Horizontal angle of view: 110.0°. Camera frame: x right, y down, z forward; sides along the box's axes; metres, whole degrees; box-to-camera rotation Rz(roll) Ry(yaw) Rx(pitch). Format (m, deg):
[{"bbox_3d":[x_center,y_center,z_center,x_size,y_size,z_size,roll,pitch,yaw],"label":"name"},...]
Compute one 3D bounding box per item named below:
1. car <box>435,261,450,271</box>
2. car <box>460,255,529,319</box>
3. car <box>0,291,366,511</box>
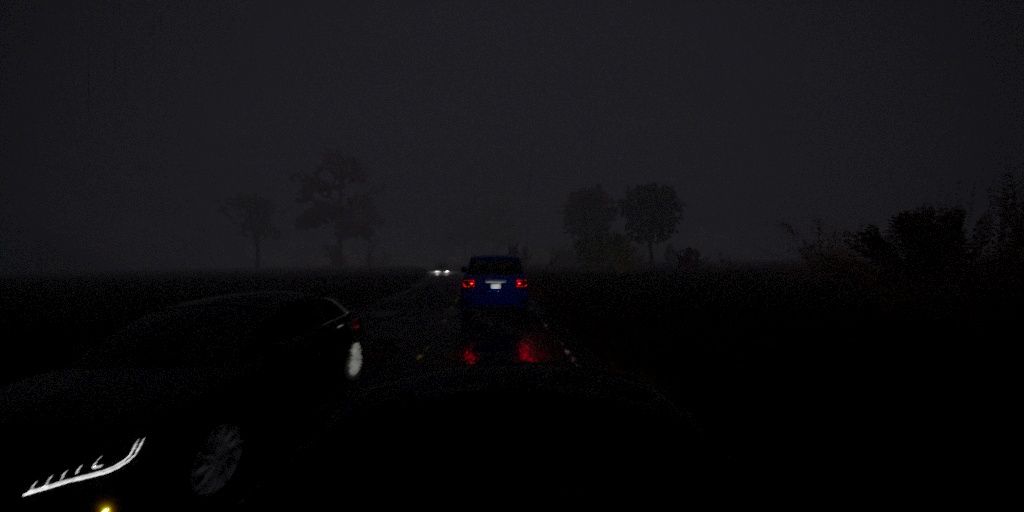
[{"bbox_3d":[-10.177,1.407,52.038,1.994,1.385,4.181,0,0,-14],"label":"car"},{"bbox_3d":[-0.684,0.978,13.085,2.150,2.045,5.566,0,0,-5],"label":"car"},{"bbox_3d":[-3.352,1.255,4.344,1.837,1.490,4.892,0,0,-3],"label":"car"}]
